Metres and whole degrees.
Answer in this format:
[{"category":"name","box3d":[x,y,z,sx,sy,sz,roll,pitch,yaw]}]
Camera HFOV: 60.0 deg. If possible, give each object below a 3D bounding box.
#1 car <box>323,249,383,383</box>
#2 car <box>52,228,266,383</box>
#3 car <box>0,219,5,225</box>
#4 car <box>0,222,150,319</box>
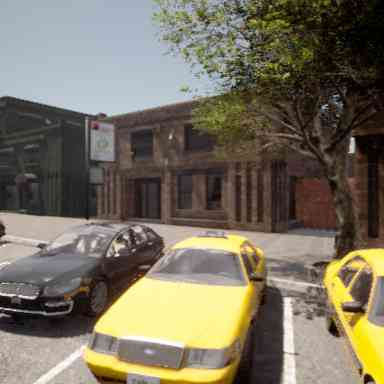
[{"category":"car","box3d":[2.714,1.480,3.937,1.946,1.575,5.366,1,-1,15]},{"category":"car","box3d":[0.270,1.475,5.680,1.946,1.575,5.366,1,-1,16]},{"category":"car","box3d":[-9.440,1.498,12.844,2.002,1.452,4.674,1,0,16]},{"category":"car","box3d":[-2.119,1.475,7.609,2.231,1.521,4.892,1,-1,16]}]
